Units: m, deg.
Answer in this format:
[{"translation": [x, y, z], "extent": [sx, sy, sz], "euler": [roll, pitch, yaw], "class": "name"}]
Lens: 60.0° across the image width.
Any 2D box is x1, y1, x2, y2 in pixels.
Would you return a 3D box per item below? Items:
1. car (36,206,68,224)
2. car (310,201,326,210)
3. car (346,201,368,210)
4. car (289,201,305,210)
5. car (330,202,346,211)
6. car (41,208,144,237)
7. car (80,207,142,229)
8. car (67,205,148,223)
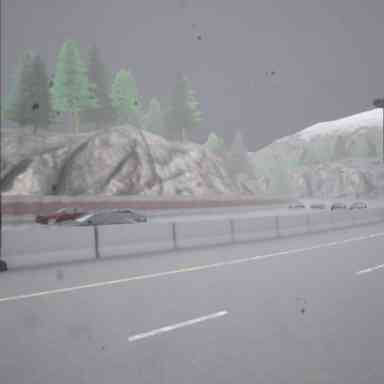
[{"translation": [-10.042, 1.882, 27.187], "extent": [5.008, 1.535, 1.882], "euler": [1, -1, -39], "class": "car"}, {"translation": [21.386, 2.271, 56.357], "extent": [1.812, 1.442, 4.674], "euler": [-1, -1, 34], "class": "car"}, {"translation": [24.109, 2.123, 47.984], "extent": [1.837, 1.490, 4.892], "euler": [-1, -1, 36], "class": "car"}, {"translation": [18.398, 2.268, 58.202], "extent": [2.128, 1.511, 4.902], "euler": [-1, -1, 34], "class": "car"}, {"translation": [23.734, 2.246, 53.578], "extent": [2.033, 1.411, 5.357], "euler": [-1, -1, 34], "class": "car"}, {"translation": [-5.174, 1.787, 17.676], "extent": [4.674, 1.442, 1.812], "euler": [1, -1, -38], "class": "car"}, {"translation": [-6.235, 1.941, 25.782], "extent": [4.181, 1.385, 1.994], "euler": [1, -1, -39], "class": "car"}, {"translation": [-5.269, 1.814, 22.049], "extent": [4.902, 1.511, 2.128], "euler": [1, -1, -39], "class": "car"}]
